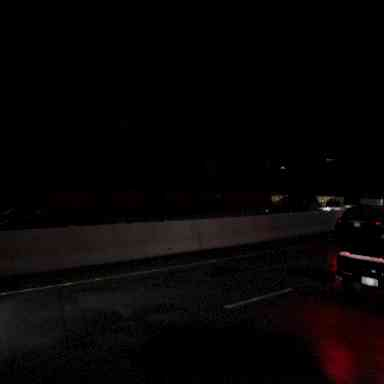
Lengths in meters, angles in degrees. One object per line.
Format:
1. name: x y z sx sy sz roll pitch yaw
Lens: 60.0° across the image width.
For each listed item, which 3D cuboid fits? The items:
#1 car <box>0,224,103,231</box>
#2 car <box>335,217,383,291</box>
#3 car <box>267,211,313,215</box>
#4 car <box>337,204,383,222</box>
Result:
1. car: -6.894 1.517 16.389 4.892 1.490 1.837 0 0 -37
2. car: 5.312 1.523 7.960 4.902 1.511 2.128 0 0 -39
3. car: 7.509 1.294 24.447 2.150 2.045 5.566 0 0 43
4. car: 8.509 1.408 15.443 4.553 1.767 2.097 0 0 -43
